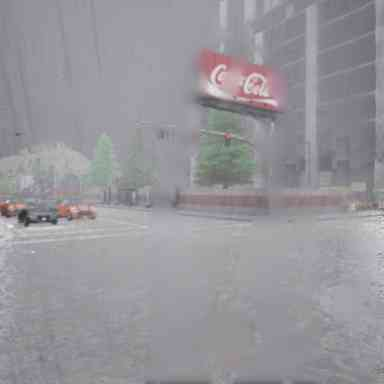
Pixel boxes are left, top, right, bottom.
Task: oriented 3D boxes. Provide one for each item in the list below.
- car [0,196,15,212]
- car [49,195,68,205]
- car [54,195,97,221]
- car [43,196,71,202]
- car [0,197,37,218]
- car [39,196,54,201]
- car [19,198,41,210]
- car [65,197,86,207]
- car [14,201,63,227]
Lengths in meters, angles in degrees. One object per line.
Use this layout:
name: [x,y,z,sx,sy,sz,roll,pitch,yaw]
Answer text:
car: [-22.621,1.358,39.650,2.097,1.767,4.553,0,0,-36]
car: [-24.029,1.371,59.882,2.097,1.767,4.553,0,0,-36]
car: [-9.512,1.362,27.438,2.097,1.767,4.553,0,0,-36]
car: [-29.490,1.508,72.721,5.357,1.411,2.033,0,0,-36]
car: [-15.808,1.358,30.184,2.097,1.767,4.553,0,0,-36]
car: [-15.436,1.515,35.656,1.837,1.490,4.892,0,0,-36]
car: [-21.439,1.536,44.017,1.812,1.442,4.674,0,0,-36]
car: [-18.146,1.545,51.729,1.812,1.442,4.674,0,0,-35]
car: [-10.748,1.570,23.161,1.994,1.385,4.181,0,0,-36]
